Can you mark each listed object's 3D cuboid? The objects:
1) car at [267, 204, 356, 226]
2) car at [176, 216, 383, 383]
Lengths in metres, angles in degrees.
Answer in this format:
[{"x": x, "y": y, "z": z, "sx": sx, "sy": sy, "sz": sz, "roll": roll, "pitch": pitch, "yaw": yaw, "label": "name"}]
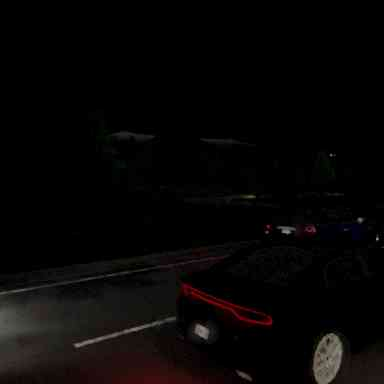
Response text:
[{"x": 4.578, "y": 1.210, "z": 11.327, "sx": 4.553, "sy": 1.767, "sz": 2.097, "roll": -1, "pitch": 1, "yaw": -36, "label": "car"}, {"x": 2.124, "y": 1.412, "z": 5.267, "sx": 5.008, "sy": 1.535, "sz": 1.882, "roll": -1, "pitch": 1, "yaw": -36, "label": "car"}]
